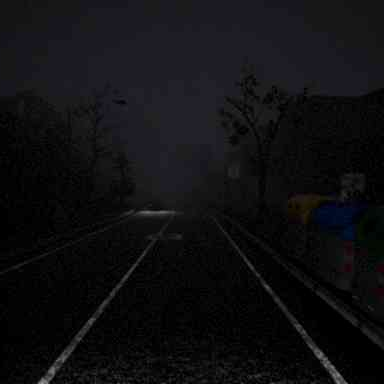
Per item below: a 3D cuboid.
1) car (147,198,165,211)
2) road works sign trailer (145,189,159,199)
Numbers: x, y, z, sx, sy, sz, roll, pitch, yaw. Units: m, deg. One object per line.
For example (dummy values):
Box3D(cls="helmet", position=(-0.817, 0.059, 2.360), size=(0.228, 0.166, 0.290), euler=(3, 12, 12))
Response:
Box3D(cls="car", position=(-4.332, 1.423, 40.188), size=(1.882, 1.535, 5.008), euler=(0, 0, -6))
Box3D(cls="road works sign trailer", position=(-9.163, 0.623, 78.314), size=(2.380, 2.880, 3.560), euler=(-2, 33, -29))
